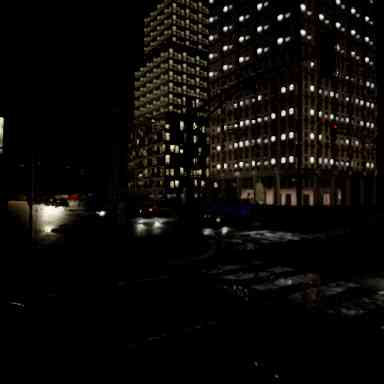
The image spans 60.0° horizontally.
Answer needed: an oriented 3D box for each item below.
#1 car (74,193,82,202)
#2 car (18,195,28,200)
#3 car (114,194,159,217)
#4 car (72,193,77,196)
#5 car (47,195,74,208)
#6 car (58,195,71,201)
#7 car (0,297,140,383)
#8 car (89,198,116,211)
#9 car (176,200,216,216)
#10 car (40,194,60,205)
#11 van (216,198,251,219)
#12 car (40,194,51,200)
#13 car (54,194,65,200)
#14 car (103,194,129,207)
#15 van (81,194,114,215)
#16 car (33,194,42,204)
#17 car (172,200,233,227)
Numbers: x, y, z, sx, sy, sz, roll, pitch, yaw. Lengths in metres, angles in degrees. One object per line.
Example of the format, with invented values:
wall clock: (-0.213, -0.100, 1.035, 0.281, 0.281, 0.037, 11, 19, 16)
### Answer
car: (-21.425, 1.456, 66.526, 1.947, 1.339, 4.313, 1, 0, -34)
car: (-40.781, 1.341, 80.182, 1.802, 1.307, 4.206, 1, 0, -34)
car: (-5.248, 1.260, 32.272, 2.150, 2.045, 5.566, 0, 0, -34)
car: (-24.526, 1.179, 71.114, 2.192, 1.841, 5.009, 1, 0, -34)
car: (-19.054, 1.503, 48.066, 1.947, 1.339, 4.313, 1, 0, -34)
car: (-30.736, 1.364, 80.290, 2.008, 1.369, 4.403, 1, 0, -34)
car: (-2.651, 1.493, 1.672, 4.892, 1.490, 1.837, 1, 0, -35)
car: (-11.024, 1.519, 40.828, 1.812, 1.442, 4.674, 0, 0, -34)
car: (0.320, 1.610, 34.426, 1.887, 1.381, 4.507, 1, 0, -34)
car: (-22.157, 1.463, 52.653, 2.008, 1.369, 4.403, 1, 0, -34)
van: (3.500, 1.431, 29.890, 1.690, 1.788, 3.998, 1, 0, -34)
car: (-37.853, 1.282, 86.004, 1.812, 1.442, 4.674, 0, 0, -34)
car: (-33.935, 1.312, 85.019, 1.752, 1.417, 4.829, 1, 0, -34)
car: (-12.111, 1.281, 52.762, 2.192, 1.841, 5.009, 1, 0, -34)
van: (-9.740, 1.353, 34.302, 1.690, 1.788, 3.998, 1, 0, -34)
car: (-28.365, 1.443, 61.830, 1.802, 1.307, 4.206, 1, 0, -34)
car: (0.366, 1.575, 23.976, 2.128, 1.511, 4.902, 0, 0, -34)
